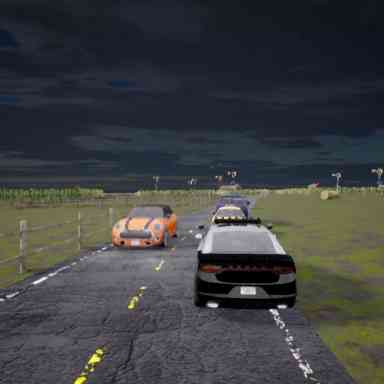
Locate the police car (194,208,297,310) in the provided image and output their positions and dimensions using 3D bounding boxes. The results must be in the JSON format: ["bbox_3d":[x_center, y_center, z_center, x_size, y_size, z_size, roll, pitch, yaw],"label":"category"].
[{"bbox_3d":[1.087,1.423,8.071,1.930,1.638,5.238,0,0,4],"label":"police car"}]

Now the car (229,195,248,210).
[{"bbox_3d":[6.190,1.309,43.886,2.097,1.767,4.553,0,0,12],"label":"car"}]

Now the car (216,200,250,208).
[{"bbox_3d":[2.048,1.444,17.952,1.801,1.575,5.366,0,0,7],"label":"car"}]

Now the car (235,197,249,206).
[{"bbox_3d":[8.118,1.507,53.628,1.994,1.385,4.181,0,0,12],"label":"car"}]

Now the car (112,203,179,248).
[{"bbox_3d":[-1.906,1.345,14.830,2.097,1.767,4.553,0,0,7],"label":"car"}]

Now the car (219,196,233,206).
[{"bbox_3d":[5.600,1.469,54.763,1.812,1.442,4.674,0,0,12],"label":"car"}]

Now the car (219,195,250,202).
[{"bbox_3d":[2.915,1.206,23.636,2.150,2.045,5.566,0,0,10],"label":"car"}]
